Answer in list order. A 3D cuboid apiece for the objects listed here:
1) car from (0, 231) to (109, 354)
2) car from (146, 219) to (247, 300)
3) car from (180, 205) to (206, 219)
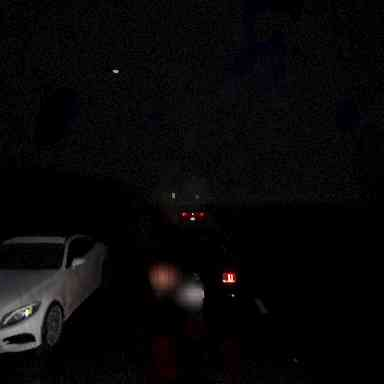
[{"bbox_3d":[-2.864,1.528,6.306,1.812,1.442,4.674,0,0,0],"label":"car"},{"bbox_3d":[0.083,1.604,8.357,1.895,1.301,4.718,0,0,0],"label":"car"},{"bbox_3d":[0.043,1.623,25.829,1.895,1.301,4.718,0,0,0],"label":"car"}]
